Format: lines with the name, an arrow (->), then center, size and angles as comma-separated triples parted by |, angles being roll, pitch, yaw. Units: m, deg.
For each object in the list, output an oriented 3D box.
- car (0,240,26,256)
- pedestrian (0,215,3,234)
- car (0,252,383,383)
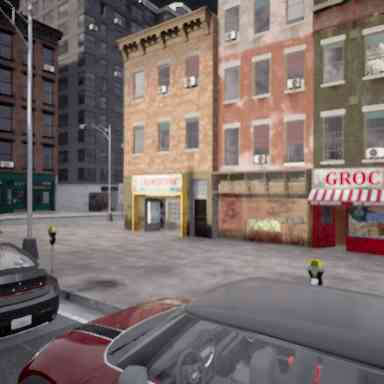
car -> -4.040, 1.471, 5.693 | 4.403, 1.369, 2.008 | 1, 0, 35
pedestrian -> -9.118, 1.419, 15.664 | 0.500, 1.100, 0.500 | 0, 0, 35
car -> 0.444, 1.428, 2.501 | 4.097, 1.590, 1.967 | 1, 0, 35
